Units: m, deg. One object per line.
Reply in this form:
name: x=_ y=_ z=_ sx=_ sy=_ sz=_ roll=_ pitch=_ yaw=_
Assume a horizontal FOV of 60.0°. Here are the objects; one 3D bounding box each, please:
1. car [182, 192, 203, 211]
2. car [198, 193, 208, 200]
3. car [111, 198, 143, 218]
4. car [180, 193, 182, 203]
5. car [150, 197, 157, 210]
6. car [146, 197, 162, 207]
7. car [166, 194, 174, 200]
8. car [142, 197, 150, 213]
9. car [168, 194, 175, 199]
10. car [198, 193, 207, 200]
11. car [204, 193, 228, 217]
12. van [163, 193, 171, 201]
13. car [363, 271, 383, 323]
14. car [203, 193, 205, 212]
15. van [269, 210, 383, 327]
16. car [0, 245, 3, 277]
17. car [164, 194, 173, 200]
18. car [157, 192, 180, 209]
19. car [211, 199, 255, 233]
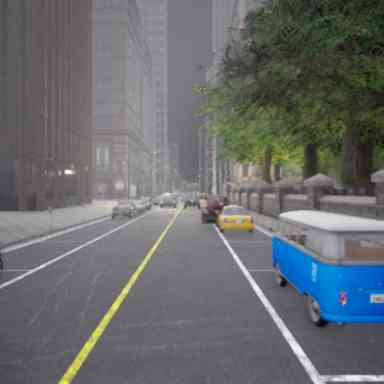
car: x=0.047 y=1.262 z=44.786 sx=2.097 sy=1.767 sz=4.553 roll=0 pitch=0 yaw=0
car: x=2.753 y=1.124 z=83.047 sx=2.192 sy=1.841 sz=5.009 roll=0 pitch=0 yaw=0
car: x=-5.766 y=1.505 z=28.843 sx=2.008 sy=1.369 sz=4.403 roll=0 pitch=0 yaw=0
car: x=-1.098 y=1.362 z=60.503 sx=2.128 sy=1.511 sz=4.902 roll=0 pitch=0 yaw=26
car: x=-5.766 y=1.366 z=39.892 sx=1.967 sy=1.590 sz=4.097 roll=0 pitch=0 yaw=0
car: x=-5.768 y=1.457 z=50.940 sx=1.947 sy=1.339 sz=4.313 roll=0 pitch=0 yaw=0
car: x=-5.773 y=1.344 z=88.479 sx=1.887 sy=1.381 sz=4.507 roll=0 pitch=0 yaw=0
car: x=-5.766 y=1.467 z=34.198 sx=1.752 sy=1.417 sz=4.829 roll=0 pitch=0 yaw=0
car: x=-5.774 y=1.356 z=93.920 sx=1.947 sy=1.339 sz=4.313 roll=0 pitch=0 yaw=0
car: x=2.752 y=1.114 z=88.488 sx=2.192 sy=1.841 sz=5.009 roll=0 pitch=0 yaw=0
car: x=2.760 y=1.256 z=34.379 sx=2.192 sy=1.841 sz=5.009 roll=0 pitch=0 yaw=0
van: x=-5.771 y=1.162 z=77.597 sx=1.690 sy=1.788 sz=3.998 roll=0 pitch=0 yaw=0
car: x=2.763 y=1.544 z=1.234 sx=1.887 sy=1.381 sz=4.507 roll=0 pitch=0 yaw=0
car: x=2.760 y=1.241 z=39.903 sx=2.192 sy=1.841 sz=5.009 roll=0 pitch=0 yaw=0
van: x=2.763 y=1.334 z=6.757 sx=1.690 sy=1.788 sz=3.998 roll=0 pitch=0 yaw=0
car: x=-5.763 y=1.433 z=6.746 sx=1.967 sy=1.590 sz=4.097 roll=0 pitch=0 yaw=0
car: x=-5.772 y=1.250 z=83.038 sx=1.967 sy=1.590 sz=4.097 roll=0 pitch=0 yaw=0
car: x=-3.080 y=1.262 z=44.442 sx=2.097 sy=1.767 sz=4.553 roll=0 pitch=0 yaw=0
car: x=2.347 y=1.429 z=19.268 sx=1.801 sy=1.575 sz=5.366 roll=0 pitch=0 yaw=0
